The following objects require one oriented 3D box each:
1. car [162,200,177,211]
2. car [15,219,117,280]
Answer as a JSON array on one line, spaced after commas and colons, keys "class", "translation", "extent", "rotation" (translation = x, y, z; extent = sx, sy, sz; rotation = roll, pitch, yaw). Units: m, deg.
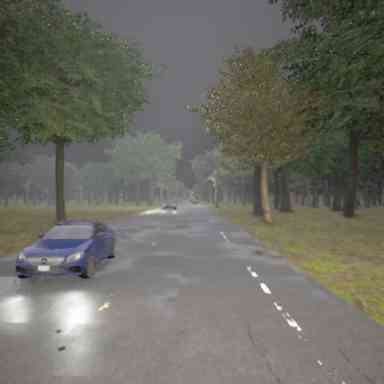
[{"class": "car", "translation": [-3.539, 2.058, 53.409], "extent": [2.097, 1.767, 4.553], "rotation": [0, -1, 0]}, {"class": "car", "translation": [-3.596, 1.615, 10.391], "extent": [1.812, 1.442, 4.674], "rotation": [0, -1, 0]}]
